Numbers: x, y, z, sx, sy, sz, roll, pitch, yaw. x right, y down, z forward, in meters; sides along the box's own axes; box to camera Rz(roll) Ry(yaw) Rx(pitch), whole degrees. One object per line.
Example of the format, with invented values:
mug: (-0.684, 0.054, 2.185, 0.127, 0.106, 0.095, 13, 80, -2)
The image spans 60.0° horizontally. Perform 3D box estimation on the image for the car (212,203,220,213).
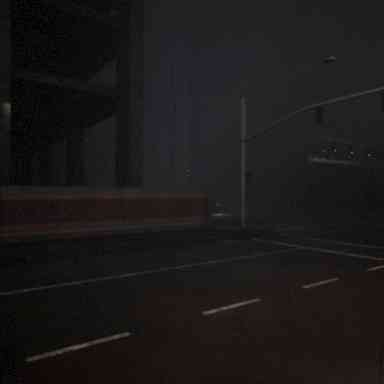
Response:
car: (1.064, 1.457, 37.602, 2.097, 1.767, 4.553, 0, 0, -36)
